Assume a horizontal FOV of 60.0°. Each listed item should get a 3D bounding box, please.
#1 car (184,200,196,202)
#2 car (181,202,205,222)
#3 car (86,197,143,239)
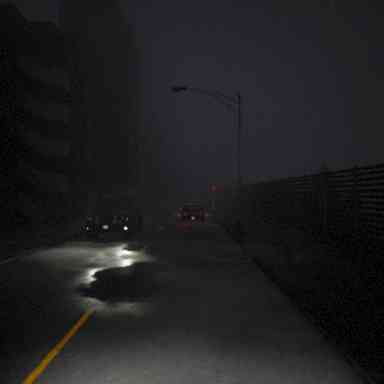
[{"bbox_3d":[-0.249,1.740,43.667,2.128,1.511,4.902,0,0,-4],"label":"car"},{"bbox_3d":[0.082,1.761,28.131,1.895,1.301,4.718,0,0,0],"label":"car"},{"bbox_3d":[-4.104,1.327,18.532,2.150,2.045,5.566,0,0,0],"label":"car"}]
